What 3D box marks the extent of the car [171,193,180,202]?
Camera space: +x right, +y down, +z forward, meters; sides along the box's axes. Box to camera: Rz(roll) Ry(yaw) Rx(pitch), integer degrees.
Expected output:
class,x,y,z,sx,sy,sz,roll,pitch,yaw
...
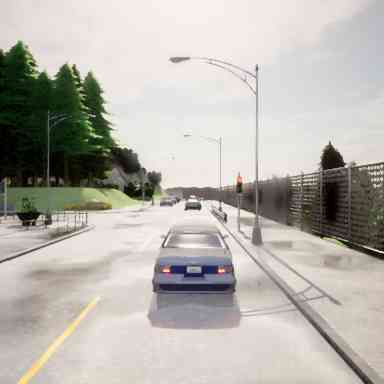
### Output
class,x,y,z,sx,sy,sz,roll,pitch,yaw
car,-3.868,1.225,72.788,2.150,2.045,5.566,0,0,0

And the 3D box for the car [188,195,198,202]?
class,x,y,z,sx,sy,sz,roll,pitch,yaw
car,0.124,1.540,77.725,2.033,1.411,5.357,0,0,-4

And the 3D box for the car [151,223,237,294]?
class,x,y,z,sx,sy,sz,roll,pitch,yaw
car,0.063,1.547,8.936,2.033,1.411,5.357,0,0,1

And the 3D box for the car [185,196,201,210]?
class,x,y,z,sx,sy,sz,roll,pitch,yaw
car,0.112,1.564,42.499,1.994,1.385,4.181,0,0,1

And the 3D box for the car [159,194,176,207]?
class,x,y,z,sx,sy,sz,roll,pitch,yaw
car,-3.997,1.505,52.486,1.837,1.490,4.892,0,0,0

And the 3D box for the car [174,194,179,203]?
class,x,y,z,sx,sy,sz,roll,pitch,yaw
car,-3.949,1.526,62.383,1.812,1.442,4.674,0,0,1
